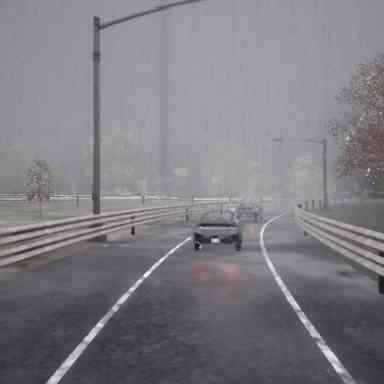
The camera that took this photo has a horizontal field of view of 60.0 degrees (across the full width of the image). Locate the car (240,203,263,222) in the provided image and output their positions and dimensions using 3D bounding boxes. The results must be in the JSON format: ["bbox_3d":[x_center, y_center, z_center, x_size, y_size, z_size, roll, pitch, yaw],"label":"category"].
[{"bbox_3d":[4.943,1.668,28.459,2.128,1.511,4.902,0,-1,19],"label":"car"}]

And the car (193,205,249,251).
[{"bbox_3d":[1.242,1.536,14.248,2.128,1.511,4.902,0,0,10],"label":"car"}]
